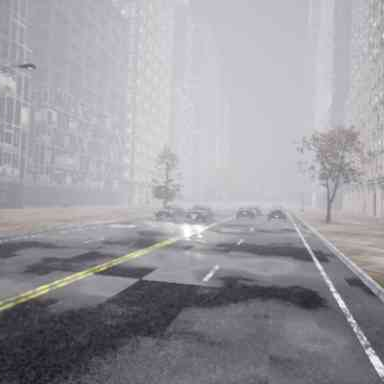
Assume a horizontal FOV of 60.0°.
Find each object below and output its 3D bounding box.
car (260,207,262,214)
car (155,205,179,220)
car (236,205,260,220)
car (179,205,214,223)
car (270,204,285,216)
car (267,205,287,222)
[{"bbox_3d":[8.853,2.499,47.600,1.994,1.385,4.181,2,-1,15],"label":"car"},{"bbox_3d":[-1.993,1.944,32.267,1.895,1.301,4.718,2,-1,15],"label":"car"},{"bbox_3d":[6.075,2.257,36.875,1.994,1.385,4.181,2,-1,15],"label":"car"},{"bbox_3d":[0.767,1.903,29.982,2.128,1.511,4.902,2,-1,15],"label":"car"},{"bbox_3d":[12.113,2.523,47.204,1.882,1.535,5.008,2,-1,15],"label":"car"},{"bbox_3d":[9.051,2.306,35.435,1.812,1.442,4.674,2,-1,15],"label":"car"}]
